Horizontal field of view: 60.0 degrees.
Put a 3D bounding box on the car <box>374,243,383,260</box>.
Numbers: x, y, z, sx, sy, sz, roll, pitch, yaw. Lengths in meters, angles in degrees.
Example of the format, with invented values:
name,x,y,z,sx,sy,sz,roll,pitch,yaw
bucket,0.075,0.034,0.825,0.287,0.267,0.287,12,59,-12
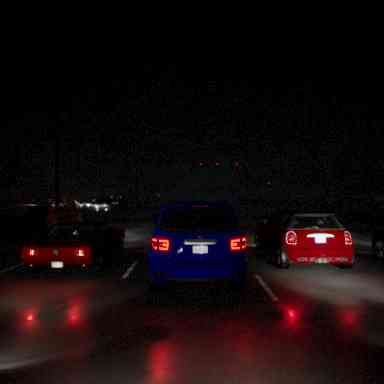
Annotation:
name,x,y,z,sx,sy,sz,roll,pitch,yaw
car,3.597,1.490,2.113,2.128,1.511,4.902,0,0,0

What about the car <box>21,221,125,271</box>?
name,x,y,z,sx,sy,sz,roll,pitch,yaw
car,-3.475,1.585,10.801,1.895,1.301,4.718,0,0,0

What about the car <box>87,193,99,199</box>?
name,x,y,z,sx,sy,sz,roll,pitch,yaw
car,-25.415,1.067,85.476,1.837,1.490,4.892,0,0,-3

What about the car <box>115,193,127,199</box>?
name,x,y,z,sx,sy,sz,roll,pitch,yaw
car,-18.514,1.098,86.878,2.033,1.411,5.357,0,0,-3

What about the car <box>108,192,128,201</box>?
name,x,y,z,sx,sy,sz,roll,pitch,yaw
car,-14.635,1.036,65.938,2.097,1.767,4.553,0,0,0

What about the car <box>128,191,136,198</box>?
name,x,y,z,sx,sy,sz,roll,pitch,yaw
car,-14.708,1.168,75.343,2.033,1.411,5.357,0,0,-1

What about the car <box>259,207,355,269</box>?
name,x,y,z,sx,sy,sz,roll,pitch,yaw
car,3.519,1.335,11.257,2.097,1.767,4.553,0,0,0

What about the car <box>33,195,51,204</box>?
name,x,y,z,sx,sy,sz,roll,pitch,yaw
car,-25.079,1.248,56.215,1.837,1.490,4.892,0,0,0

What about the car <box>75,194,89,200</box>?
name,x,y,z,sx,sy,sz,roll,pitch,yaw
car,-25.220,1.216,76.392,1.895,1.301,4.718,0,0,-1

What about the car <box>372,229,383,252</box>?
name,x,y,z,sx,sy,sz,roll,pitch,yaw
car,7.030,1.478,9.356,2.128,1.511,4.902,0,0,0

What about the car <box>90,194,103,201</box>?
name,x,y,z,sx,sy,sz,roll,pitch,yaw
car,-21.713,1.149,75.819,1.812,1.442,4.674,0,0,-1

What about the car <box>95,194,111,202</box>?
name,x,y,z,sx,sy,sz,roll,pitch,yaw
car,-18.132,1.172,68.016,1.837,1.490,4.892,0,0,-1

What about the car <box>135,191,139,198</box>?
name,x,y,z,sx,sy,sz,roll,pitch,yaw
car,-14.883,0.793,85.368,2.150,2.045,5.566,0,0,-3

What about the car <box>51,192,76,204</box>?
name,x,y,z,sx,sy,sz,roll,pitch,yaw
car,-21.587,1.217,56.742,1.882,1.535,5.008,0,0,0

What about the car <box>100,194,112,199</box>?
name,x,y,z,sx,sy,sz,roll,pitch,yaw
car,-21.876,1.123,84.802,1.994,1.385,4.181,0,0,-1

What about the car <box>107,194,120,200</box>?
name,x,y,z,sx,sy,sz,roll,pitch,yaw
car,-18.228,1.211,77.252,1.895,1.301,4.718,0,0,-1

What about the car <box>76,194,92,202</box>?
name,x,y,z,sx,sy,sz,roll,pitch,yaw
car,-21.619,1.203,66.796,1.812,1.442,4.674,0,0,-1

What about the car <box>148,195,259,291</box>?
name,x,y,z,sx,sy,sz,roll,pitch,yaw
car,0.054,1.208,9.160,2.150,2.045,5.566,0,0,-2

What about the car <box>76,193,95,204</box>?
name,x,y,z,sx,sy,sz,roll,pitch,yaw
car,-18.098,1.297,57.858,1.994,1.385,4.181,0,0,0

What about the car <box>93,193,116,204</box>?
name,x,y,z,sx,sy,sz,roll,pitch,yaw
car,-14.589,1.347,55.655,1.895,1.301,4.718,0,0,0
